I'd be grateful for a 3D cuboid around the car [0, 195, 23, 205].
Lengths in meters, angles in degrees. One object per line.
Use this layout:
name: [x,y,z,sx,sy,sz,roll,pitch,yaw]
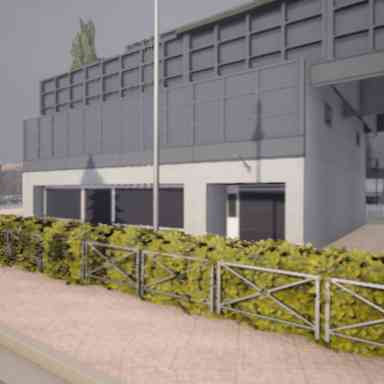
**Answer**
car: [-27.904,1.260,51.606,1.837,1.490,4.892,0,0,19]
